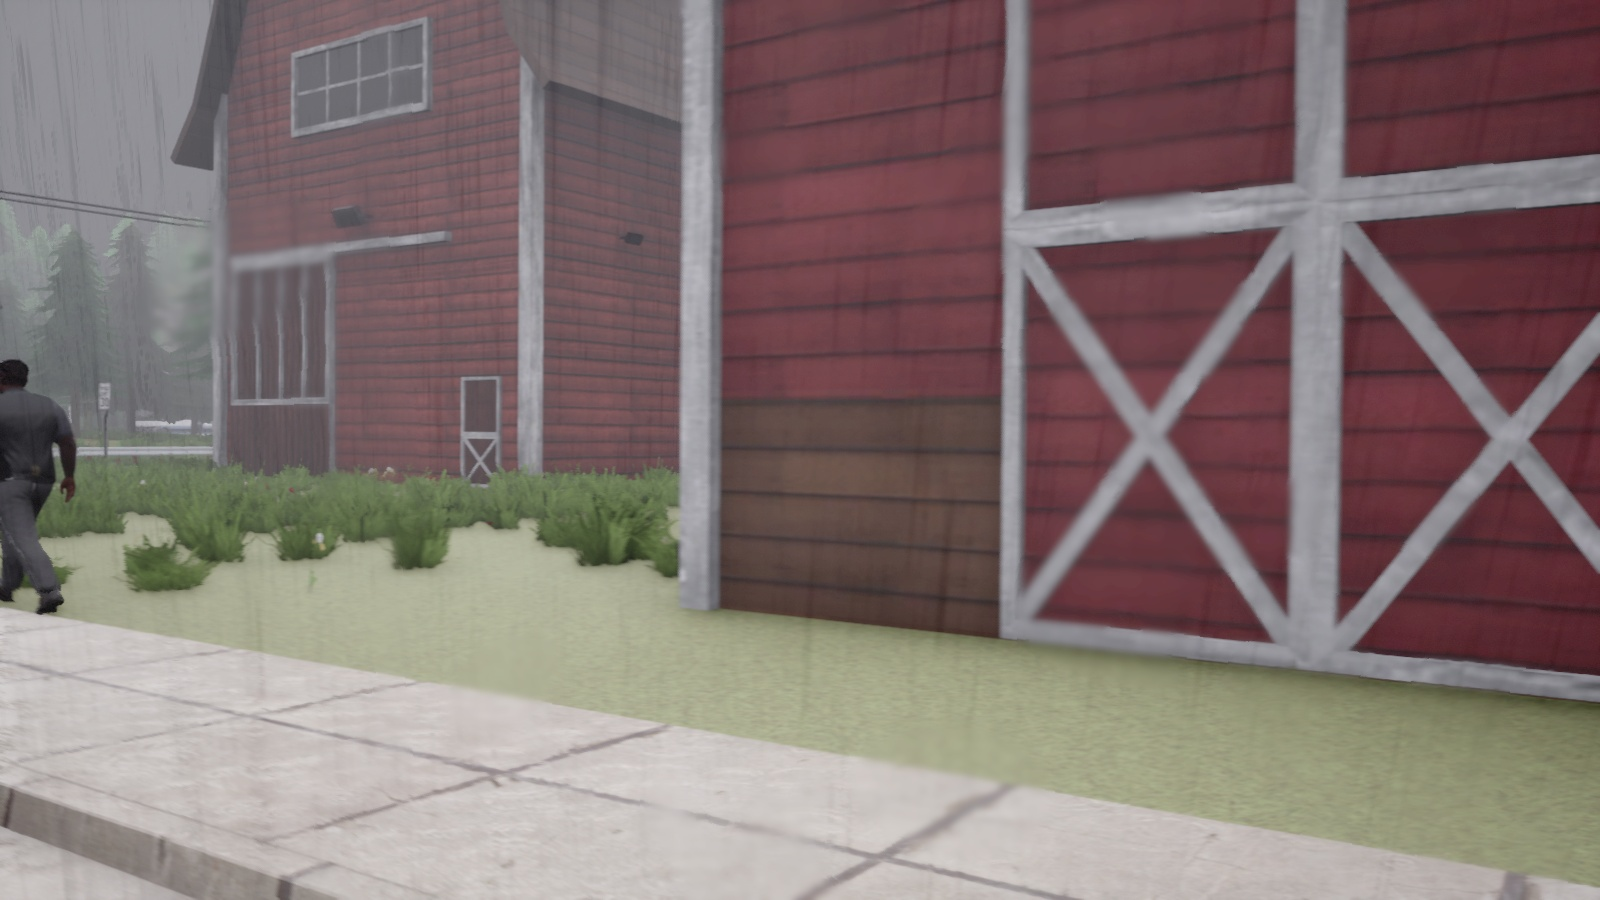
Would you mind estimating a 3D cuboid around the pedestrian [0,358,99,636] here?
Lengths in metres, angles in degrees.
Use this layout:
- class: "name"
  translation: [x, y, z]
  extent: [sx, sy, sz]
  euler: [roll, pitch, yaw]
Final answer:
- class: "pedestrian"
  translation: [-5.527, 0.315, 8.939]
  extent: [0.849, 1.883, 0.563]
  euler: [0, 1, 31]

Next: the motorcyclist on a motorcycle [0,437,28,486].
- class: "motorcyclist on a motorcycle"
  translation: [-26.448, 0.364, 41.099]
  extent: [0.866, 1.590, 1.817]
  euler: [0, 1, 35]
